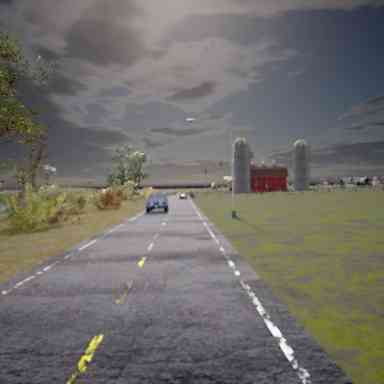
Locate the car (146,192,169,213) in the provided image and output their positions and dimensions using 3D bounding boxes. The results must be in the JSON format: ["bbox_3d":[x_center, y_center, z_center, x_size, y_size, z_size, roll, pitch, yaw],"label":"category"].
[{"bbox_3d":[-3.659,1.078,35.854,2.150,2.045,5.566,-1,0,-2],"label":"car"}]

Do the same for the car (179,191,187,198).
[{"bbox_3d":[-2.439,0.770,93.413,2.097,1.767,4.553,-1,0,-2],"label":"car"}]

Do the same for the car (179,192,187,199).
[{"bbox_3d":[-2.165,1.129,83.374,1.994,1.385,4.181,-1,0,-2],"label":"car"}]
